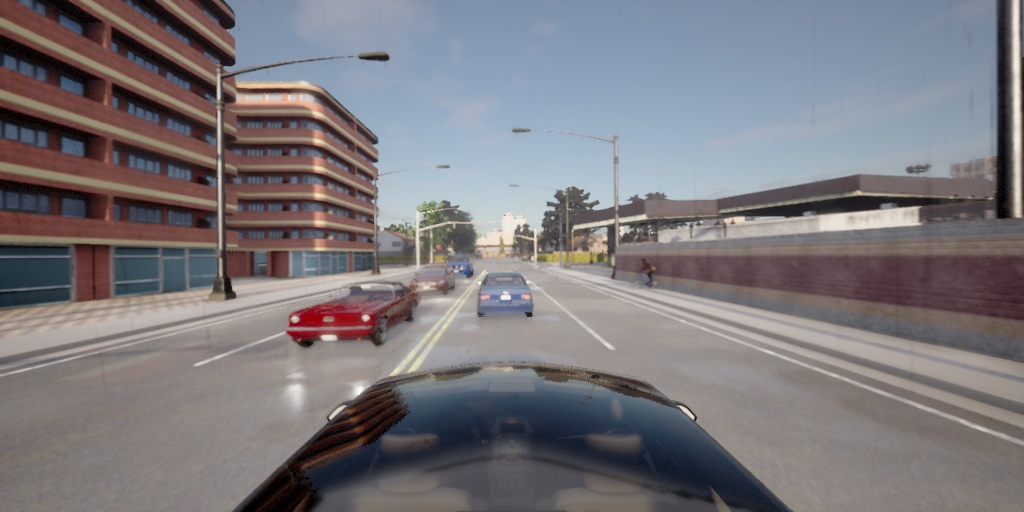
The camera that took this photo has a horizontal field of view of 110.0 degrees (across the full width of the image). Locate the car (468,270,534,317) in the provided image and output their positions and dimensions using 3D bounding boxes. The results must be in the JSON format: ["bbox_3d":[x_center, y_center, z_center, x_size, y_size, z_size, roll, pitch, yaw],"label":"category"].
[{"bbox_3d":[-0.267,1.265,13.078,2.033,1.411,5.357,-1,0,-2],"label":"car"}]

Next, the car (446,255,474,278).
[{"bbox_3d":[-4.714,0.924,32.720,2.150,2.045,5.566,-1,0,-2],"label":"car"}]

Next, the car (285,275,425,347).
[{"bbox_3d":[-3.842,1.371,9.579,1.895,1.301,4.718,-1,0,-2],"label":"car"}]

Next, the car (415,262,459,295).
[{"bbox_3d":[-4.231,1.266,19.756,1.812,1.442,4.674,-1,0,-2],"label":"car"}]

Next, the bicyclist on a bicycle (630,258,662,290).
[{"bbox_3d":[6.818,0.923,18.230,1.656,1.620,0.582,-1,0,-2],"label":"bicyclist on a bicycle"}]
